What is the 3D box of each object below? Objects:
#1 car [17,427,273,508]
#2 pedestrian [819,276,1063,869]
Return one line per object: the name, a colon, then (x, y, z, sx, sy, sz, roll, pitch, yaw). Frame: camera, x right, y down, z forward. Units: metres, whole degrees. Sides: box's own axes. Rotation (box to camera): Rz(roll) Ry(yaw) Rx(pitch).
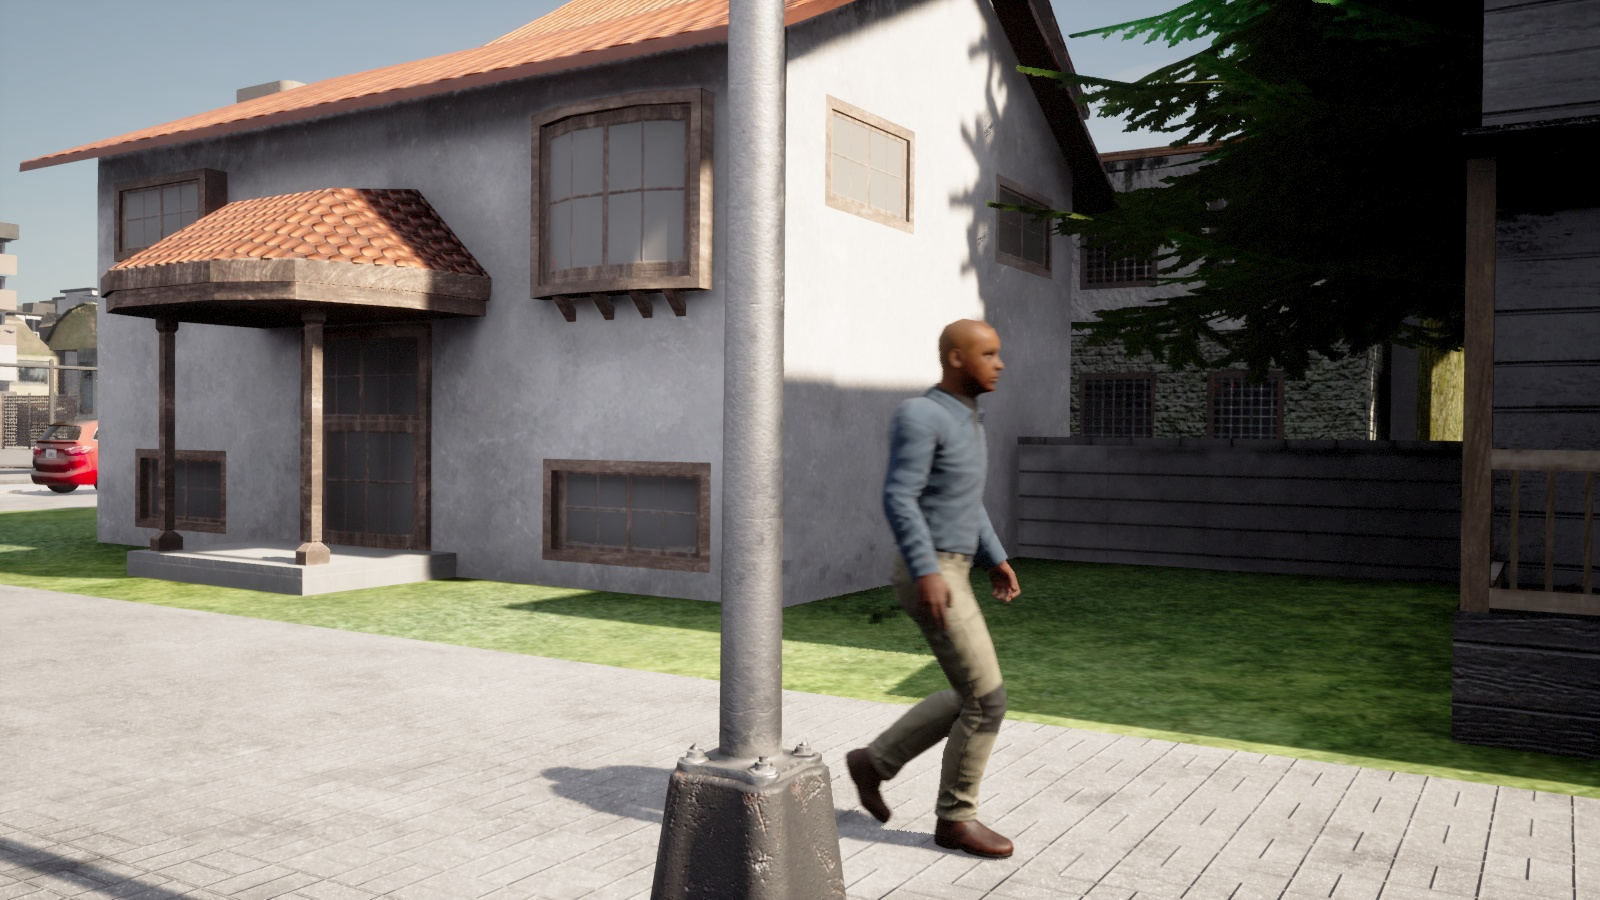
car: (-14.688, 0.321, 28.423, 2.242, 1.667, 4.611, 0, 1, 31)
pedestrian: (0.476, 0.379, 4.188, 0.726, 1.835, 0.370, 0, 1, 21)
